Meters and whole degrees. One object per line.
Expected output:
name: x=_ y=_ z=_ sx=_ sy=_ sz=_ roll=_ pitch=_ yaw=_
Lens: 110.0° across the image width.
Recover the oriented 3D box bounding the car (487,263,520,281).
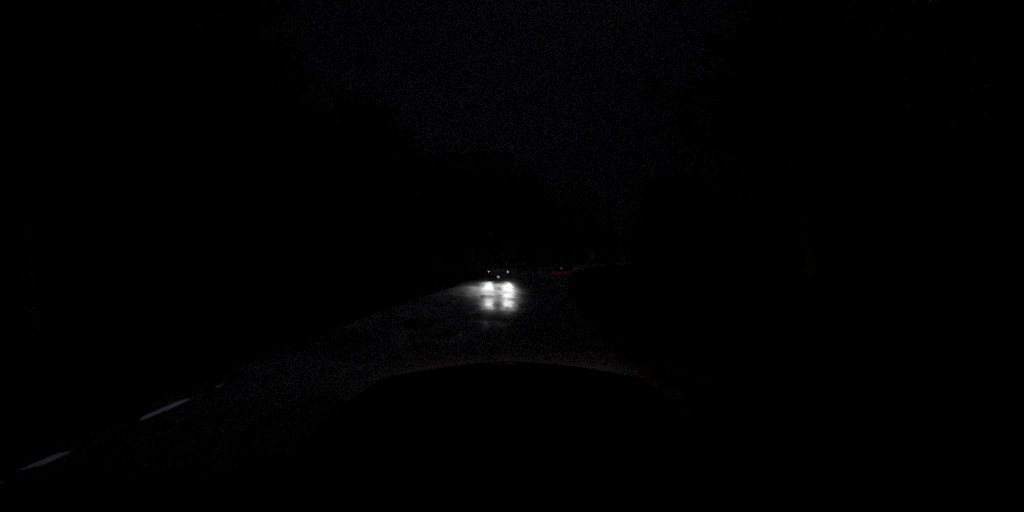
car: x=-0.634 y=1.238 z=28.724 sx=1.895 sy=1.301 sz=4.718 roll=0 pitch=0 yaw=10

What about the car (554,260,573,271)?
car: x=6.741 y=1.192 z=46.159 sx=1.895 sy=1.301 sz=4.718 roll=0 pitch=0 yaw=16
